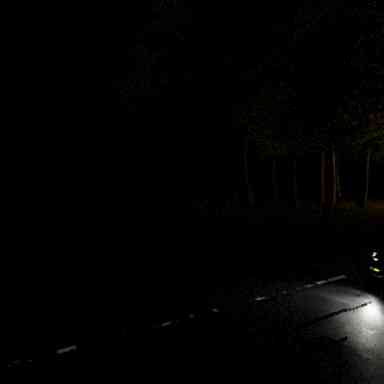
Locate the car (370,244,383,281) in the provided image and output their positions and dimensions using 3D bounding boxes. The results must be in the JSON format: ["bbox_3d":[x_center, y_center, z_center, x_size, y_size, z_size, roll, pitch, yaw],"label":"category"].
[{"bbox_3d":[6.460,1.470,8.463,4.892,1.490,1.837,0,0,-35],"label":"car"}]
